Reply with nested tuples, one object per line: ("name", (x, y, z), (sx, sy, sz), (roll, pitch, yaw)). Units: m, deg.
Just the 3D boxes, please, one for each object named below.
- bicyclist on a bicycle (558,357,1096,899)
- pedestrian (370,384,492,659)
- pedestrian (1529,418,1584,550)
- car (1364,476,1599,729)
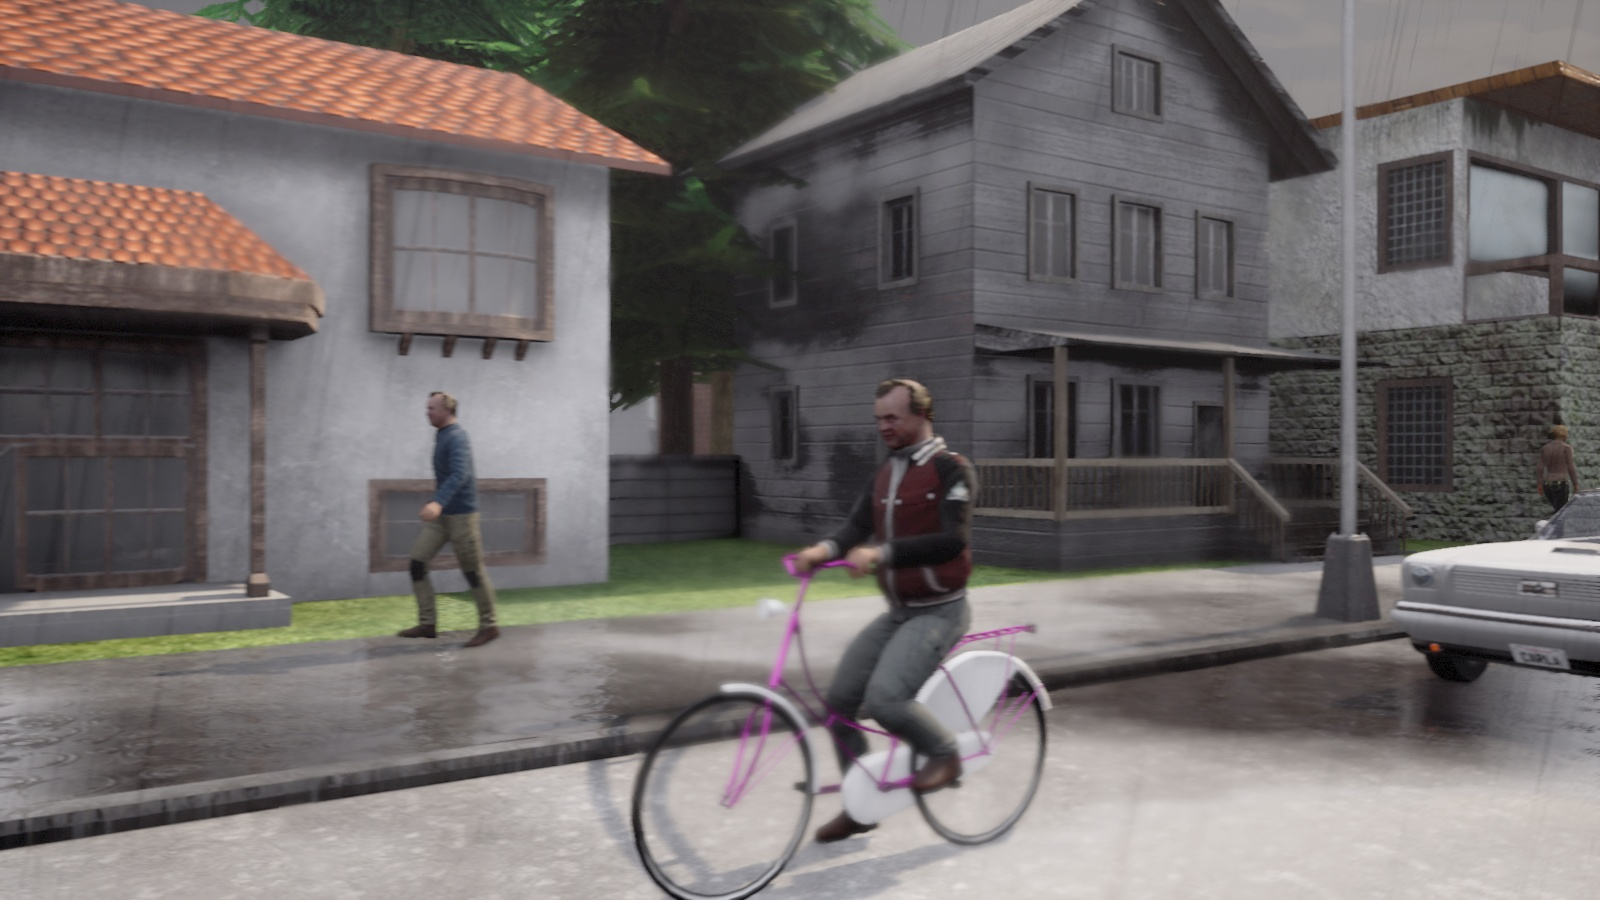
("bicyclist on a bicycle", (0.151, 0.626, 4.385), (1.843, 1.776, 0.659), (0, 0, -35))
("pedestrian", (-2.587, 0.481, 8.808), (0.726, 1.842, 0.402), (0, 0, -36))
("pedestrian", (10.701, 0.475, 17.760), (0.634, 1.846, 0.331), (0, 0, -18))
("car", (6.017, 0.853, 8.451), (4.718, 1.301, 1.895), (0, 0, -35))
